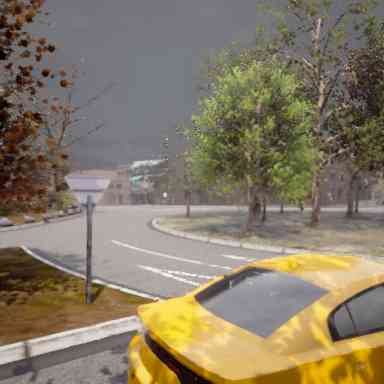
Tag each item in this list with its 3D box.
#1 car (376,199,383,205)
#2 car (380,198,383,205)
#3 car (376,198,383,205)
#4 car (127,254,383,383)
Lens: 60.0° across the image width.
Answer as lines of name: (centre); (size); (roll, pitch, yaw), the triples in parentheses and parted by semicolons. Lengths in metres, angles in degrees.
car: (41.302, 1.967, 70.006); (4.553, 1.767, 2.185); (0, 0, 39)
car: (44.748, 2.139, 74.317); (4.674, 1.452, 2.002); (0, 0, 39)
car: (43.010, 2.098, 72.178); (5.008, 1.535, 2.097); (0, 0, 39)
car: (1.800, 1.498, 3.853); (5.008, 1.535, 1.882); (0, -1, -28)
